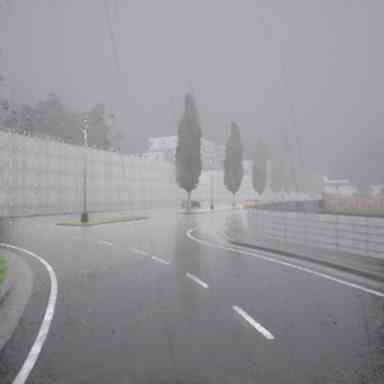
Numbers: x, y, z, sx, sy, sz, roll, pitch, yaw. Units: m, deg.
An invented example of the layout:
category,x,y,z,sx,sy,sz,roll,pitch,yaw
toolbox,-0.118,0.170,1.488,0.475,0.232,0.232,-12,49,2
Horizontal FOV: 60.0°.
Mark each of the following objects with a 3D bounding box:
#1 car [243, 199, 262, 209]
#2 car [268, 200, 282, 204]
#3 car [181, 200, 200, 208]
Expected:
category,x,y,z,sx,sy,sz,roll,pitch,yaw
car,9.977,1.918,54.182,2.097,1.767,4.553,0,-1,27
car,13.474,2.064,53.342,1.837,1.490,4.892,0,0,27
car,-0.186,2.120,59.605,2.128,1.511,4.902,0,-1,27
